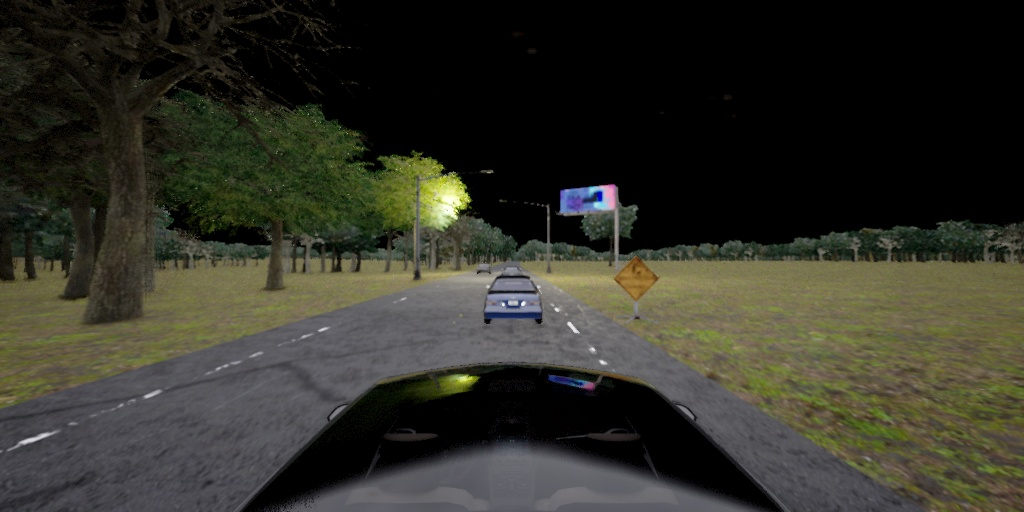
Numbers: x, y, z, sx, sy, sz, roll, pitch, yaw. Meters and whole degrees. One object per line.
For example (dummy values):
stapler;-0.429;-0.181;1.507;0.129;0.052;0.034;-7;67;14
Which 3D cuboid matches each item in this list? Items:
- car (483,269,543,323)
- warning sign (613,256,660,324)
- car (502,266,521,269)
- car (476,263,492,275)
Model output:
car;0.044;1.364;12.461;2.033;1.411;5.357;0;0;0
warning sign;3.537;0.917;10.212;1.300;1.860;1.060;0;0;0
car;-0.040;1.591;33.065;1.994;1.385;4.181;0;-1;0
car;-3.801;1.757;49.124;1.837;1.490;4.892;0;-1;0
